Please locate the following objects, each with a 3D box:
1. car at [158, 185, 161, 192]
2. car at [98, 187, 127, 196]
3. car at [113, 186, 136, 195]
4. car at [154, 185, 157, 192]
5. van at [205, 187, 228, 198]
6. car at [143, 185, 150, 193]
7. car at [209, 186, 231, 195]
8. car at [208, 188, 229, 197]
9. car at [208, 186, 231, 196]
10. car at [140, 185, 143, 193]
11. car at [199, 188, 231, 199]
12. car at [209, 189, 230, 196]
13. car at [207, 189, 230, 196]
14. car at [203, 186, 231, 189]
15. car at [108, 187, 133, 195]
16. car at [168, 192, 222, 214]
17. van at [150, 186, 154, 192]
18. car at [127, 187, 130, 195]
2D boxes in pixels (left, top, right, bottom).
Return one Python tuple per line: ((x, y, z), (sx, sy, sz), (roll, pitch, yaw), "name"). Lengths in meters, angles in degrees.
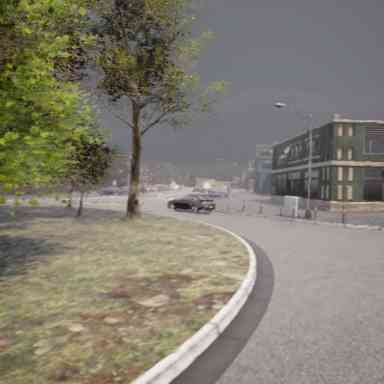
((-12.046, -0.956, 93.975), (4.553, 1.767, 2.185), (2, 2, 7), "car")
((-15.598, -0.222, 63.854), (4.553, 1.767, 2.185), (2, 1, 7), "car")
((-14.613, -0.407, 72.069), (4.553, 1.767, 2.185), (2, 1, 7), "car")
((-12.681, -0.695, 88.502), (5.008, 1.535, 2.097), (2, 2, 7), "car")
((5.040, 0.089, 67.936), (4.442, 1.987, 1.878), (2, 2, 7), "van")
((-13.683, -0.738, 80.287), (5.566, 2.045, 2.435), (2, 2, 7), "car")
((7.462, -0.430, 87.235), (5.566, 2.045, 2.435), (2, 2, 7), "car")
((5.836, 0.058, 73.316), (4.553, 1.767, 2.185), (2, 2, 7), "car")
((6.837, -0.283, 81.586), (5.566, 2.045, 2.435), (2, 2, 7), "car")
((-14.324, -0.347, 74.819), (4.892, 1.521, 2.231), (2, 1, 7), "car")
((4.121, 0.519, 59.650), (4.792, 1.488, 2.163), (2, 1, 7), "car")
((6.475, 0.040, 78.839), (4.892, 1.521, 2.231), (2, 2, 7), "car")
((6.145, 0.107, 76.206), (5.008, 1.535, 2.097), (2, 2, 7), "car")
((4.836, 0.257, 65.034), (4.553, 1.767, 2.185), (2, 1, 7), "car")
((-14.974, -0.179, 69.340), (4.674, 1.452, 2.002), (2, 1, 7), "car")
((-0.133, 1.017, 29.433), (2.128, 1.511, 4.902), (1, 1, -45), "car")
((-12.882, -0.848, 85.744), (4.442, 1.987, 1.878), (2, 2, 7), "van")
((-15.309, -0.156, 66.604), (5.008, 1.535, 2.097), (2, 1, 7), "car")
